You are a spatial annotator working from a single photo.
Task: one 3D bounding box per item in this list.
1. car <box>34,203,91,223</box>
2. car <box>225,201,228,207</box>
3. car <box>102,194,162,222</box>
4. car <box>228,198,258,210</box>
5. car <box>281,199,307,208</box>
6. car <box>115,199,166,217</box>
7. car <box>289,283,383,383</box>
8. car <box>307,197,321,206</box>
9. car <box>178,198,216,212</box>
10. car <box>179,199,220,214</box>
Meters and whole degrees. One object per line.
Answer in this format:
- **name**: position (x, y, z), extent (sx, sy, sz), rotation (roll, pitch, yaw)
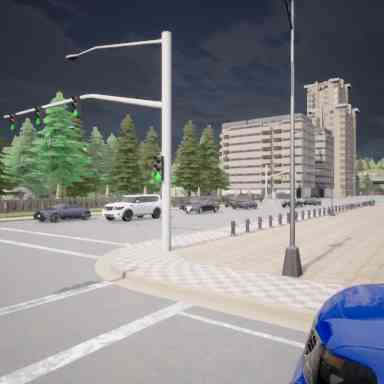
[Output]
- **car**: position (-9.950, 1.564, 25.771), extent (1.994, 1.385, 4.181), rotation (0, 0, 35)
- **car**: position (6.511, 1.564, 48.799), extent (1.994, 1.385, 4.181), rotation (0, 0, 36)
- **car**: position (-4.657, 1.221, 27.166), extent (2.150, 2.045, 5.566), rotation (0, 0, 35)
- **car**: position (6.931, 1.564, 43.390), extent (1.994, 1.385, 4.181), rotation (0, 0, 36)
- **car**: position (14.431, 1.601, 47.576), extent (1.895, 1.301, 4.718), rotation (0, 0, 35)
- **car**: position (-4.988, 1.491, 32.732), extent (2.128, 1.511, 4.902), rotation (0, 0, 35)
- **car**: position (3.350, 1.221, 1.577), extent (5.566, 2.045, 2.150), rotation (0, 0, 36)
- **car**: position (20.214, 1.564, 55.688), extent (1.994, 1.385, 4.181), rotation (0, 0, 35)
- **car**: position (0.688, 1.547, 40.689), extent (2.033, 1.411, 5.357), rotation (0, 0, 36)
- **car**: position (1.106, 1.491, 35.247), extent (2.128, 1.511, 4.902), rotation (0, 0, 36)
